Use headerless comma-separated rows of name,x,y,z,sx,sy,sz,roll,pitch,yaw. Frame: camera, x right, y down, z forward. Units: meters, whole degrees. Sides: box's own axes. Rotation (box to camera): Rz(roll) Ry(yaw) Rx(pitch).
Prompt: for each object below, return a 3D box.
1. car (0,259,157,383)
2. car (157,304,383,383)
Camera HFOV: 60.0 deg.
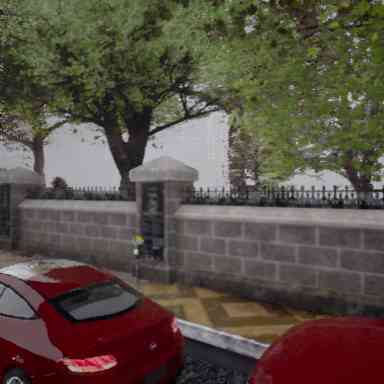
car,-2.033,1.551,4.301,4.206,1.307,1.802,0,0,35
car,2.516,1.311,1.101,5.009,1.841,2.192,0,0,35
